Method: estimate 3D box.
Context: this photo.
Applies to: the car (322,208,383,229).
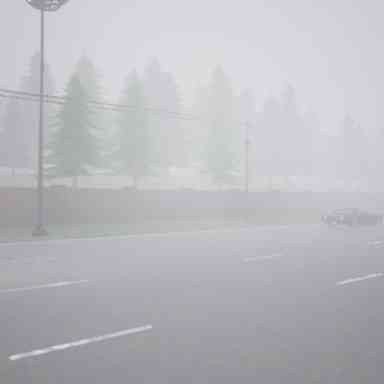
[{"bbox_3d":[11.495,1.819,23.683,4.718,1.301,1.895,1,0,-33],"label":"car"}]
